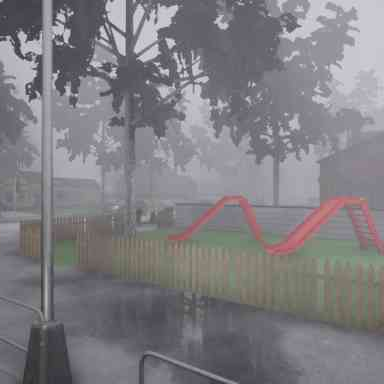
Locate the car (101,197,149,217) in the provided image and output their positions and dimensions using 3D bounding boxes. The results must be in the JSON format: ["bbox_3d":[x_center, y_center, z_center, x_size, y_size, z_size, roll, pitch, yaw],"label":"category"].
[{"bbox_3d":[-6.171,1.350,30.910,2.097,1.767,4.553,0,0,35],"label":"car"}]

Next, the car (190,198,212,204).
[{"bbox_3d":[0.565,1.489,40.347,2.128,1.511,4.902,0,0,36],"label":"car"}]

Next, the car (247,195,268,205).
[{"bbox_3d":[9.708,1.491,53.026,2.128,1.511,4.902,0,0,36],"label":"car"}]

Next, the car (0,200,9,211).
[{"bbox_3d":[-20.302,1.297,33.463,4.181,1.381,1.994,0,0,35],"label":"car"}]
